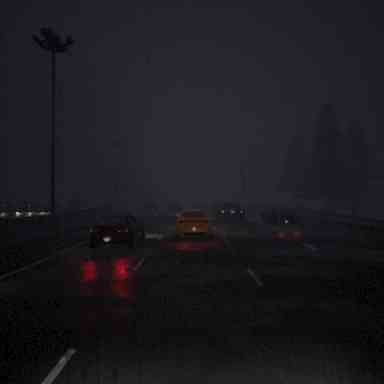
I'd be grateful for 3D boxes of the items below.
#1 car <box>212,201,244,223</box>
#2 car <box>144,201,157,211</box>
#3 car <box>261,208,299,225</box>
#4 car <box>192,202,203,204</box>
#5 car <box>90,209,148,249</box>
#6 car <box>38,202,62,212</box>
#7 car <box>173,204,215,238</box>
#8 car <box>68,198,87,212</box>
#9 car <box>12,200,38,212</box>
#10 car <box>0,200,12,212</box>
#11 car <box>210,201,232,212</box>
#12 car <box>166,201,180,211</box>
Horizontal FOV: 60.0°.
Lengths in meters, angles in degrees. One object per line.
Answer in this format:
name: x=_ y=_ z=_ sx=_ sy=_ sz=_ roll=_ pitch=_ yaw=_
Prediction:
car: x=3.261 y=1.736 z=29.896 sx=2.097 sy=1.767 sz=4.553 roll=0 pitch=-1 yaw=-3
car: x=-6.363 y=2.144 z=50.799 sx=2.128 sy=1.511 sz=4.902 roll=0 pitch=-1 yaw=-11
car: x=6.953 y=1.948 z=26.945 sx=1.895 sy=1.301 sz=4.718 roll=0 pitch=-1 yaw=-2
car: x=0.812 y=2.175 z=50.553 sx=1.812 sy=1.442 sz=4.674 roll=0 pitch=-1 yaw=-11
car: x=-3.400 y=1.727 z=15.603 sx=1.812 sy=1.442 sz=4.674 roll=0 pitch=-1 yaw=0
car: x=-20.348 y=2.171 z=48.650 sx=2.033 sy=1.411 sz=5.357 roll=0 pitch=-1 yaw=-11
car: x=0.091 y=1.726 z=19.261 sx=1.882 sy=1.535 sz=5.008 roll=0 pitch=-1 yaw=0
car: x=-16.989 y=1.857 z=49.638 sx=2.150 sy=2.045 sz=5.566 roll=0 pitch=-1 yaw=-11
car: x=-23.898 y=1.973 z=48.401 sx=2.097 sy=1.767 sz=4.553 roll=0 pitch=-1 yaw=-11
car: x=-27.394 y=1.967 z=47.992 sx=2.097 sy=1.767 sz=4.553 roll=0 pitch=-1 yaw=-12
car: x=4.355 y=2.143 z=50.669 sx=2.128 sy=1.511 sz=4.902 roll=0 pitch=-1 yaw=-10
car: x=-2.833 y=2.148 z=51.052 sx=2.128 sy=1.511 sz=4.902 roll=0 pitch=-1 yaw=-11
